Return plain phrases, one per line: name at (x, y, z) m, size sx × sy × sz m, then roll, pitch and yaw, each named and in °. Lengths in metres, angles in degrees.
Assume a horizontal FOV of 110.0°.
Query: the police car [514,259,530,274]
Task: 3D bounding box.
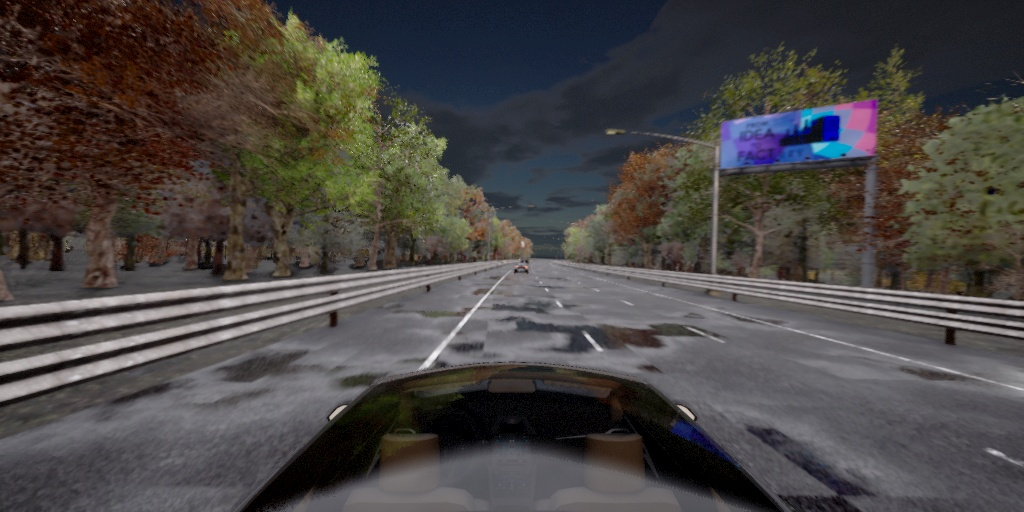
police car at (1.316, 1.593, 48.716) m, size 2.038 × 1.542 × 4.974 m, roll 2°, pitch 0°, yaw 3°
